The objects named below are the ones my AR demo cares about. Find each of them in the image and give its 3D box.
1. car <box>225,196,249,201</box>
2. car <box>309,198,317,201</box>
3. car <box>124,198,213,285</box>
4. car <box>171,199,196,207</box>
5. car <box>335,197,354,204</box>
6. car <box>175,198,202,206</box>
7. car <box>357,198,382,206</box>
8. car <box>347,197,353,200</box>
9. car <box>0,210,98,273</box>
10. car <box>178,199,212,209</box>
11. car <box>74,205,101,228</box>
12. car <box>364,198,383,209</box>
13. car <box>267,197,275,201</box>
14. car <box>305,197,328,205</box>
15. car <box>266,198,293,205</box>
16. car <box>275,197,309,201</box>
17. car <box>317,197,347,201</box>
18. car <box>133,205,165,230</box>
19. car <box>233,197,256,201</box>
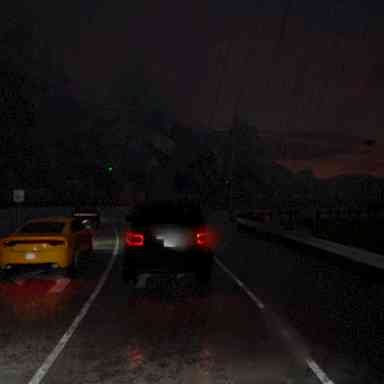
[{"bbox_3d":[8.436,2.035,65.053,5.357,1.411,2.033,0,0,-17],"label":"car"},{"bbox_3d":[25.682,2.107,70.722,4.718,1.301,1.895,0,0,-21],"label":"car"},{"bbox_3d":[-0.828,1.292,10.003,2.150,2.045,5.566,0,-1,-8],"label":"car"},{"bbox_3d":[-1.569,2.038,61.880,4.181,1.385,1.994,0,0,-18],"label":"car"},{"bbox_3d":[37.028,2.027,80.653,5.008,1.535,1.882,0,-1,-32],"label":"car"},{"bbox_3d":[-0.724,1.980,65.752,5.008,1.535,1.882,0,0,-18],"label":"car"},{"bbox_3d":[36.223,2.018,67.840,5.357,1.411,2.033,0,0,-28],"label":"car"},{"bbox_3d":[34.904,2.131,75.145,4.718,1.301,1.895,0,0,-28],"label":"car"},{"bbox_3d":[-4.556,1.568,11.108,1.882,1.535,5.008,0,-1,-8],"label":"car"},{"bbox_3d":[0.505,1.969,55.211,5.357,1.411,2.033,0,0,-18],"label":"car"},{"bbox_3d":[-7.542,1.686,23.575,2.128,1.511,4.902,0,0,-17],"label":"car"},{"bbox_3d":[28.397,1.697,49.376,4.553,1.767,2.097,0,-1,-19],"label":"car"},{"bbox_3d":[17.309,1.855,67.923,4.553,1.767,2.097,0,0,-18],"label":"car"},{"bbox_3d":[28.260,2.024,75.608,5.008,1.535,1.882,0,0,-24],"label":"car"},{"bbox_3d":[18.993,2.070,72.151,5.357,1.411,2.033,0,0,-18],"label":"car"},{"bbox_3d":[18.292,1.923,60.931,5.008,1.535,1.882,0,0,-17],"label":"car"},{"bbox_3d":[26.795,2.015,63.695,4.181,1.385,1.994,0,0,-18],"label":"car"},{"bbox_3d":[-3.083,1.738,24.028,2.033,1.411,5.357,0,0,-7],"label":"car"},{"bbox_3d":[9.938,1.998,58.263,4.181,1.385,1.994,0,0,-18],"label":"car"}]
